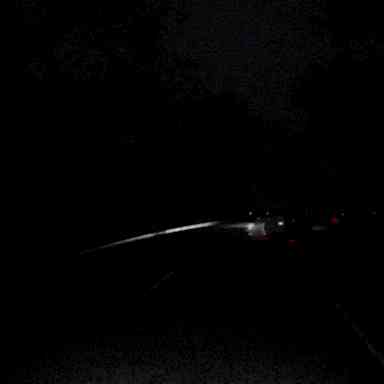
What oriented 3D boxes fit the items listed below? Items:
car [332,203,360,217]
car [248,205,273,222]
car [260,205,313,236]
[{"bbox_3d":[15.842,1.825,33.961,1.895,1.301,4.718,0,-1,35],"label":"car"},{"bbox_3d":[6.439,1.754,27.447,1.895,1.301,4.718,0,-1,36],"label":"car"},{"bbox_3d":[5.725,1.658,19.422,1.994,1.385,4.181,0,0,30],"label":"car"}]
